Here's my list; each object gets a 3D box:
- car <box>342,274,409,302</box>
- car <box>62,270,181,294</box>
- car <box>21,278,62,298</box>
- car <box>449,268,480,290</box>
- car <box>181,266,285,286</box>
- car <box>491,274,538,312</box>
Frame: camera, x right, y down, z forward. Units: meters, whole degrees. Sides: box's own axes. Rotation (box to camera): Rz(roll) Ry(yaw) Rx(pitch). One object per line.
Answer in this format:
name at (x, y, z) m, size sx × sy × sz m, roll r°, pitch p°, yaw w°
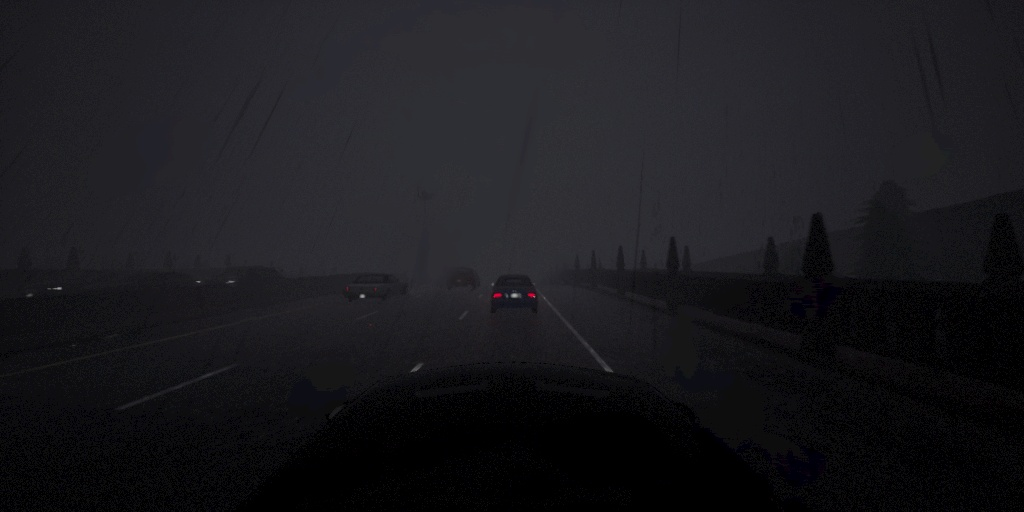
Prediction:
car at (-6.918, 1.595, 18.787) m, size 1.895 × 1.301 × 4.718 m, roll 0°, pitch -1°, yaw 0°
car at (-17.606, 1.483, 17.288) m, size 1.837 × 1.490 × 4.892 m, roll 0°, pitch -1°, yaw 0°
car at (-21.105, 1.485, 18.167) m, size 2.128 × 1.511 × 4.902 m, roll 0°, pitch -1°, yaw 0°
car at (-3.429, 1.630, 26.500) m, size 1.882 × 1.535 × 5.008 m, roll 0°, pitch -2°, yaw 0°
car at (-14.104, 1.351, 18.803) m, size 2.097 × 1.767 × 4.553 m, roll 0°, pitch -1°, yaw 0°
car at (0.086, 1.487, 15.191) m, size 2.033 × 1.411 × 5.357 m, roll 0°, pitch -1°, yaw 0°
